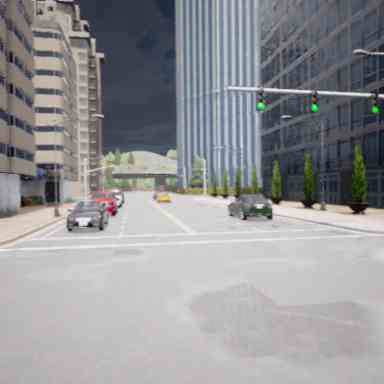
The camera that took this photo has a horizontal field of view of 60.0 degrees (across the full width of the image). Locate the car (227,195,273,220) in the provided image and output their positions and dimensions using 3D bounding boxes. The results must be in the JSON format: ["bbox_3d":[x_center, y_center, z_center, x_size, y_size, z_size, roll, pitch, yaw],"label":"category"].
[{"bbox_3d":[4.069,0.992,24.034,2.097,1.767,4.553,-1,1,-10],"label":"car"}]

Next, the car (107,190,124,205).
[{"bbox_3d":[-11.286,0.683,49.423,2.150,2.045,5.566,-1,1,-10],"label":"car"}]

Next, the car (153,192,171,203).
[{"bbox_3d":[-4.489,0.831,51.760,1.882,1.535,5.008,-1,1,-10],"label":"car"}]

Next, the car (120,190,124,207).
[{"bbox_3d":[-9.426,0.807,38.899,2.150,2.045,5.566,-1,1,-9],"label":"car"}]

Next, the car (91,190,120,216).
[{"bbox_3d":[-7.617,0.929,28.581,2.150,2.045,5.566,-1,1,-10],"label":"car"}]

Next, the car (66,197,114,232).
[{"bbox_3d":[-5.920,1.310,19.164,2.128,1.511,4.902,-1,1,-10],"label":"car"}]
